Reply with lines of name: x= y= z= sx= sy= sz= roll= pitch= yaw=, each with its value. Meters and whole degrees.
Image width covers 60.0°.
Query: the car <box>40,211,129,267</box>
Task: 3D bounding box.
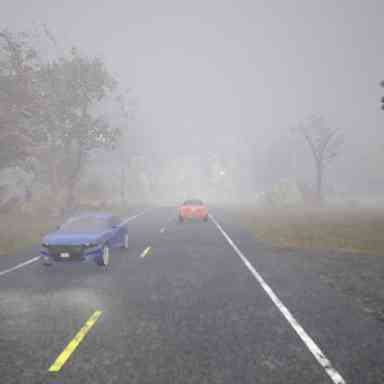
car: x=-3.507 y=1.484 z=11.691 sx=1.882 sy=1.535 sz=5.008 roll=0 pitch=0 yaw=0

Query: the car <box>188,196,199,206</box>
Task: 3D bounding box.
car: x=0.246 y=1.502 z=58.196 sx=1.882 sy=1.535 sz=5.008 roll=0 pitch=0 yaw=1

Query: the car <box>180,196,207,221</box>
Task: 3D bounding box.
car: x=0.097 y=1.364 z=27.234 sx=2.097 sy=1.767 sz=4.553 roll=0 pitch=0 yaw=0
